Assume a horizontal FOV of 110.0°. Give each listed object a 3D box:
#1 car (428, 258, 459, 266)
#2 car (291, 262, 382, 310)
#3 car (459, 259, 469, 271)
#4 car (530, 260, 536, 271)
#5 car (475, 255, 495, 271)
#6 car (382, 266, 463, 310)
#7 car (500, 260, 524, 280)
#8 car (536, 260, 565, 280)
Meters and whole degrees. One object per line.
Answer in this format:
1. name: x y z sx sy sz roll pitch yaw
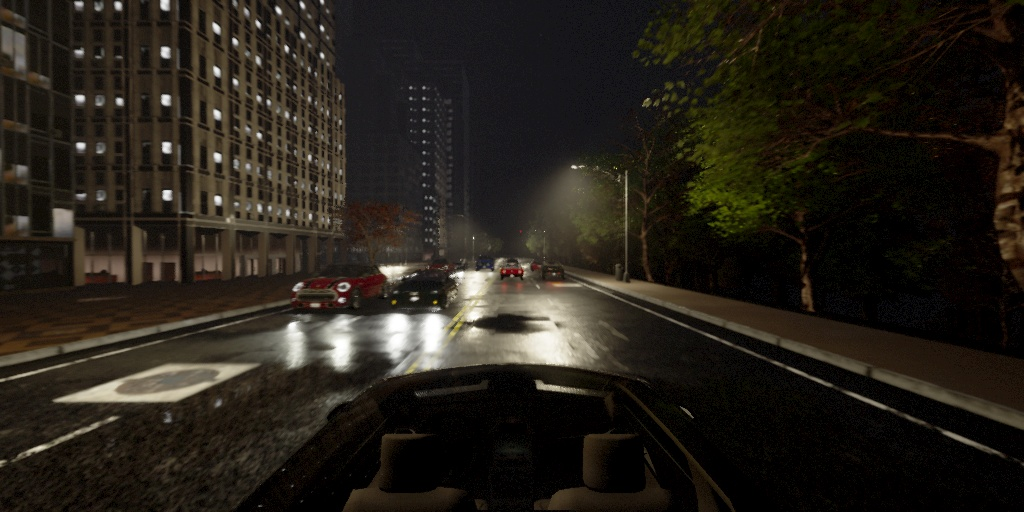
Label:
1. car: -6.503 0.997 32.910 2.097 1.767 4.553 0 0 0
2. car: -6.595 1.051 14.262 2.097 1.767 4.553 0 0 0
3. car: -6.504 1.096 44.681 2.128 1.511 4.902 0 0 0
4. car: 3.304 1.145 44.471 1.994 1.385 4.181 0 0 0
5. car: -3.253 0.898 44.650 2.150 2.045 5.566 0 0 0
6. car: -3.346 1.263 14.288 1.994 1.385 4.181 0 0 0
7. car: 0.010 1.239 29.471 1.895 1.301 4.718 0 0 0
8. car: 3.272 1.140 30.053 1.837 1.490 4.892 0 0 1
